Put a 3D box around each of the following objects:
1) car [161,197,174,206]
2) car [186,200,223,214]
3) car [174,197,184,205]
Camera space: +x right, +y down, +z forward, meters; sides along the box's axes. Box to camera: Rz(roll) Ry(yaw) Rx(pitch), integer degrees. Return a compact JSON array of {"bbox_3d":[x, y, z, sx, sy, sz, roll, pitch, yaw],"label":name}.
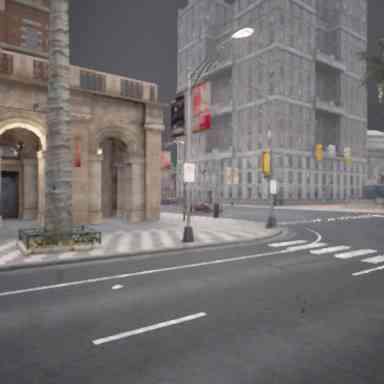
[{"bbox_3d":[-5.692,1.653,58.858,1.837,1.490,4.892,0,0,-36],"label":"car"},{"bbox_3d":[1.455,1.639,36.750,1.812,1.442,4.674,0,0,-36],"label":"car"},{"bbox_3d":[-2.866,1.657,60.923,2.128,1.511,4.902,0,0,-36],"label":"car"}]
